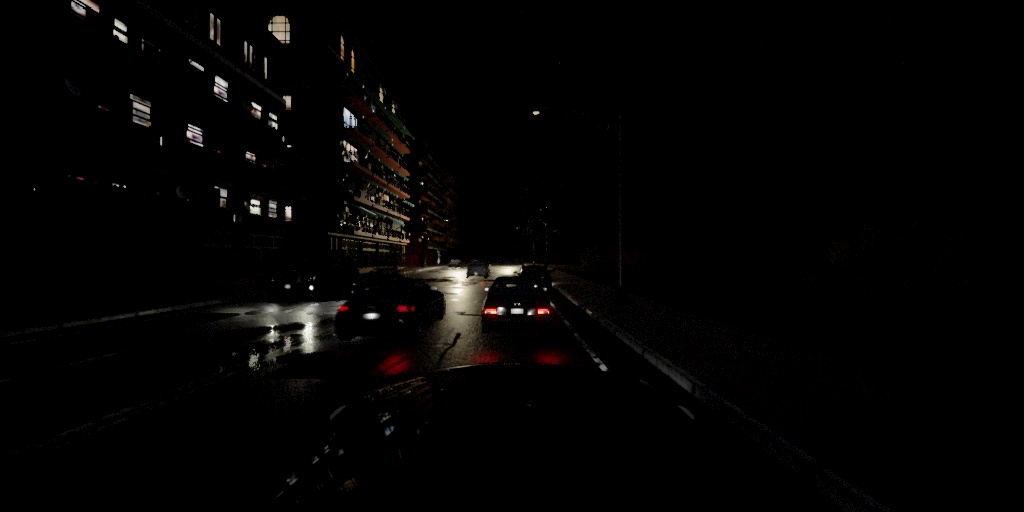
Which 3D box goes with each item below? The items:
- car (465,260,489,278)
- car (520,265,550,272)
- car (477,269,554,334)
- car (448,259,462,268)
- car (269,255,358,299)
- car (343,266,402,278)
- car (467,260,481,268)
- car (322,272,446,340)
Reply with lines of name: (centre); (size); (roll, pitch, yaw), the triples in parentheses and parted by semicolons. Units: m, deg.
car: (-3.105, 1.277, 33.199); (1.812, 1.442, 4.674); (0, 0, 0)
car: (1.172, 1.257, 20.316); (1.837, 1.490, 4.892); (0, 0, 0)
car: (0.117, 1.299, 10.628); (2.033, 1.411, 5.357); (0, 0, 0)
car: (-9.705, 1.297, 61.537); (2.033, 1.411, 5.357); (0, 0, 1)
car: (-9.820, 0.973, 18.463); (2.150, 2.045, 5.566); (0, 0, 0)
car: (-6.569, 1.316, 18.347); (1.994, 1.385, 4.181); (0, 0, 0)
car: (-6.458, 1.314, 61.468); (1.994, 1.385, 4.181); (0, 0, 0)
car: (-3.136, 1.315, 10.007); (1.994, 1.385, 4.181); (0, 0, 0)
